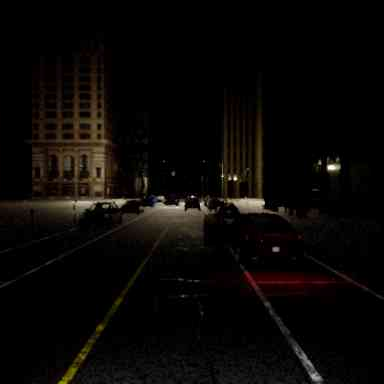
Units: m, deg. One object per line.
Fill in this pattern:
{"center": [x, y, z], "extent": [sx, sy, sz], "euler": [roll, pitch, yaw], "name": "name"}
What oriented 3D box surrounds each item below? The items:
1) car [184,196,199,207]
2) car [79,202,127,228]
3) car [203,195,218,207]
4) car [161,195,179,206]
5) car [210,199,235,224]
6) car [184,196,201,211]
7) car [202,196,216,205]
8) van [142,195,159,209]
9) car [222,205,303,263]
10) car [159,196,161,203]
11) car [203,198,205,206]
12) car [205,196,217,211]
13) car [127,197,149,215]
{"center": [-0.008, 1.372, 49.587], "extent": [2.128, 1.511, 4.902], "euler": [0, 0, 0], "name": "car"}
{"center": [-5.769, 1.395, 21.364], "extent": [1.967, 1.590, 4.097], "euler": [0, 0, 0], "name": "car"}
{"center": [2.751, 1.320, 49.572], "extent": [1.967, 1.590, 4.097], "euler": [0, 0, 0], "name": "car"}
{"center": [-3.026, 1.229, 50.234], "extent": [2.097, 1.767, 4.553], "euler": [0, 0, 0], "name": "car"}
{"center": [2.755, 1.507, 27.008], "extent": [1.947, 1.339, 4.313], "euler": [0, 0, 0], "name": "car"}
{"center": [0.061, 1.436, 38.836], "extent": [1.812, 1.442, 4.674], "euler": [0, 0, 0], "name": "car"}
{"center": [2.750, 1.414, 55.213], "extent": [2.008, 1.369, 4.403], "euler": [0, 0, 0], "name": "car"}
{"center": [-5.773, 1.237, 43.928], "extent": [1.690, 1.788, 3.998], "euler": [0, 0, 0], "name": "van"}
{"center": [2.358, 1.454, 11.823], "extent": [1.882, 1.535, 5.008], "euler": [0, 0, 0], "name": "car"}
{"center": [-5.776, 1.397, 60.851], "extent": [2.008, 1.369, 4.403], "euler": [0, 0, 0], "name": "car"}
{"center": [2.753, 1.447, 43.931], "extent": [2.008, 1.369, 4.403], "euler": [0, 0, 0], "name": "car"}
{"center": [2.753, 1.437, 38.460], "extent": [1.752, 1.417, 4.829], "euler": [0, 0, 0], "name": "car"}
{"center": [-5.771, 1.493, 32.647], "extent": [1.947, 1.339, 4.313], "euler": [0, 0, 0], "name": "car"}
